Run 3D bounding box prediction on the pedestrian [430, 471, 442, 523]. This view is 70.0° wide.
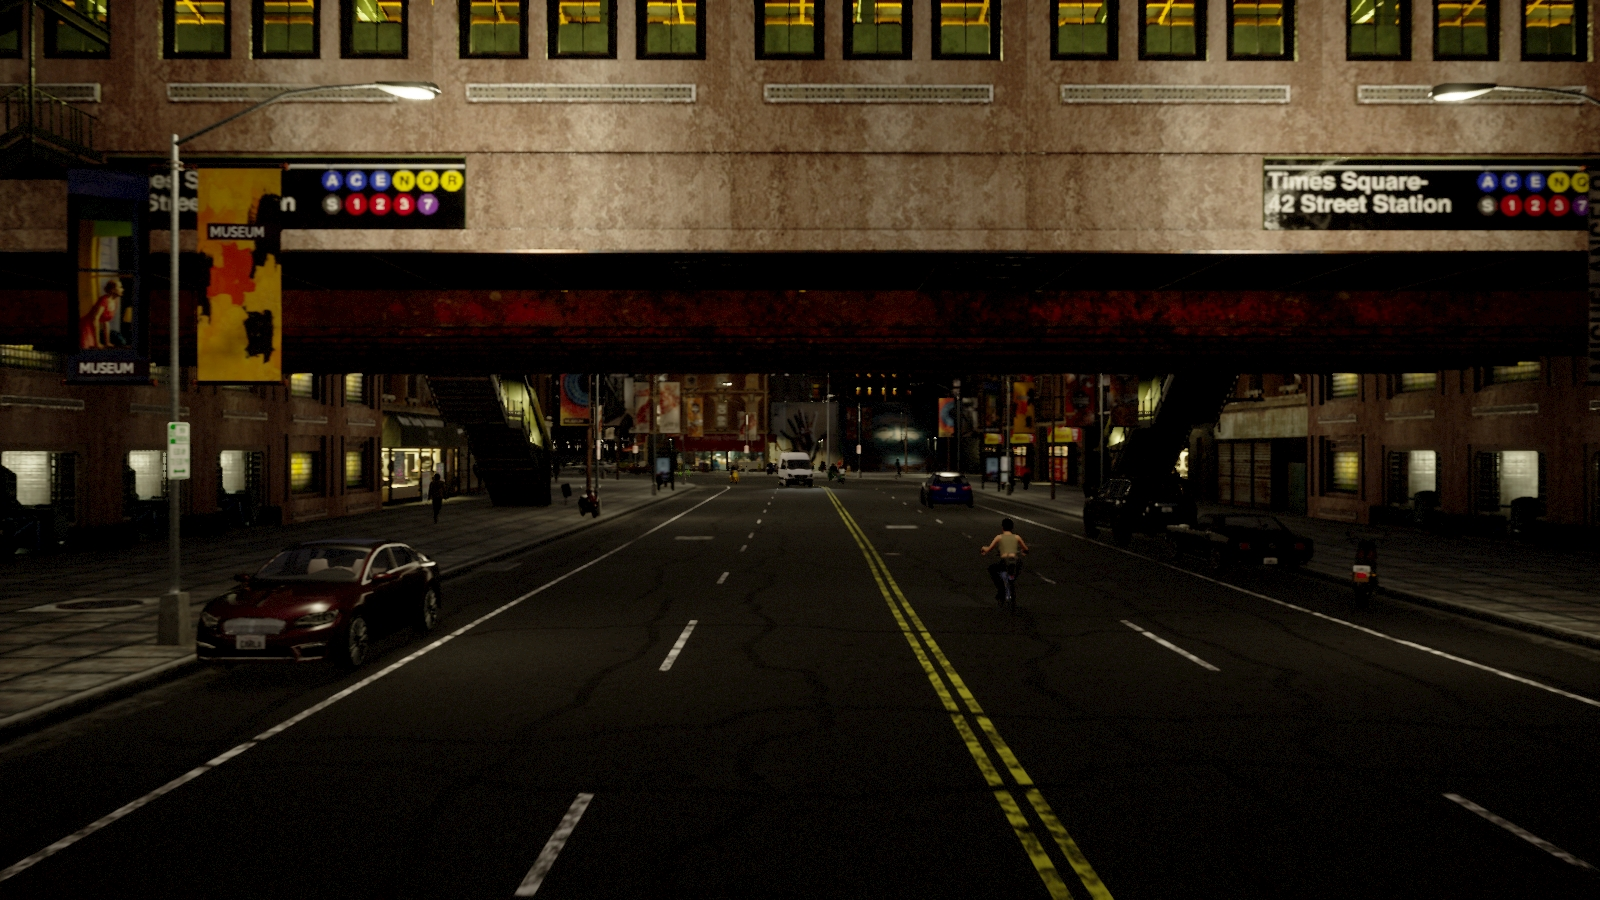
[{"bbox_3d":[-12.947,1.666,40.669,0.375,1.860,0.375,0,0,-10],"label":"pedestrian"}]
